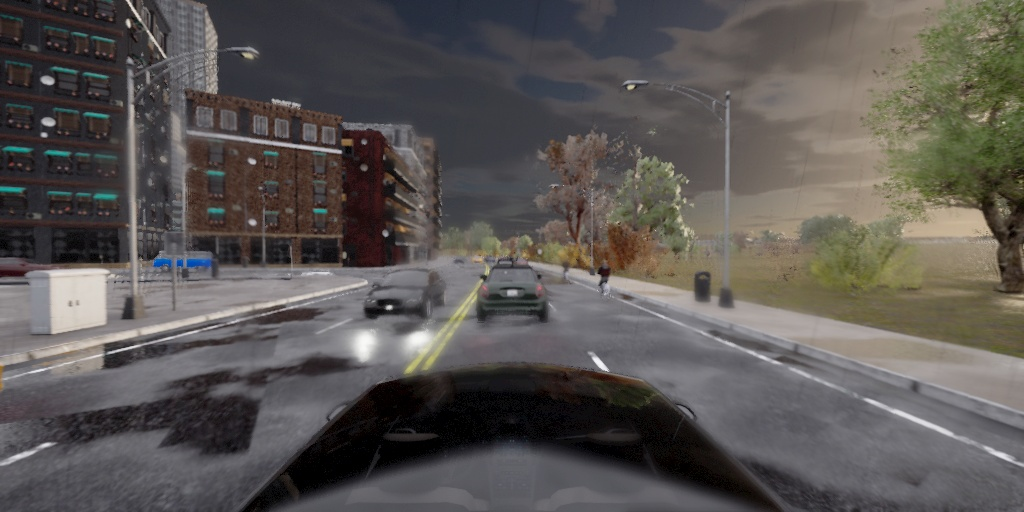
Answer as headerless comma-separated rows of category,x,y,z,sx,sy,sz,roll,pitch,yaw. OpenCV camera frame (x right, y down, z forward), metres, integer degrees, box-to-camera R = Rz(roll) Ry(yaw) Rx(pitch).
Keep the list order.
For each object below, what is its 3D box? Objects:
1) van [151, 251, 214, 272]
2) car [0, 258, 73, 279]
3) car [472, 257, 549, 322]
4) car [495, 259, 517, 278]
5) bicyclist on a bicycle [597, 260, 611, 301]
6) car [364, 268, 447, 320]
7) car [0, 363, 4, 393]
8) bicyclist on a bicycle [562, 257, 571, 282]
van,-28.383,0.477,31.140,3.998,1.789,1.690,0,0,-31
car,-28.953,0.759,21.001,4.207,1.307,1.802,0,0,-31
car,-0.017,1.037,12.146,2.097,1.767,4.553,0,0,-1
car,-0.614,1.063,31.784,1.837,1.490,4.892,0,0,-3
bicyclist on a bicycle,3.969,1.030,15.608,0.659,1.776,1.843,0,1,-1
car,-3.447,1.193,12.396,1.837,1.490,4.892,0,0,-1
car,-6.613,1.231,1.800,1.882,1.535,5.008,0,0,0
bicyclist on a bicycle,3.717,0.971,24.681,0.659,1.776,1.843,0,1,-2
